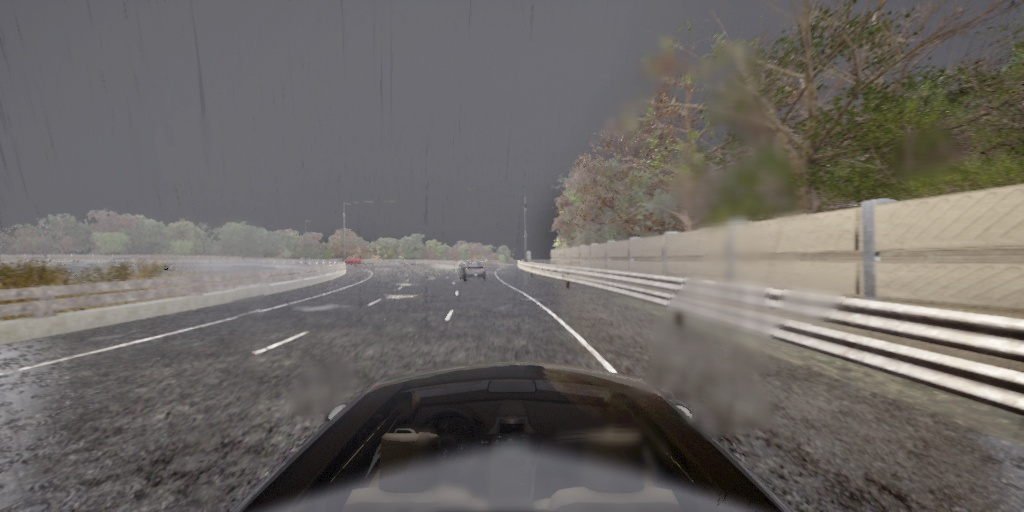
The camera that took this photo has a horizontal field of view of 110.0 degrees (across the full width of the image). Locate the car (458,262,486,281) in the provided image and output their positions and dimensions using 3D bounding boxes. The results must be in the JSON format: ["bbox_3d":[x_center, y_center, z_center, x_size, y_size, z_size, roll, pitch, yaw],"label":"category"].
[{"bbox_3d":[-3.344,1.261,29.861,2.128,1.511,4.902,0,0,-14],"label":"car"}]
